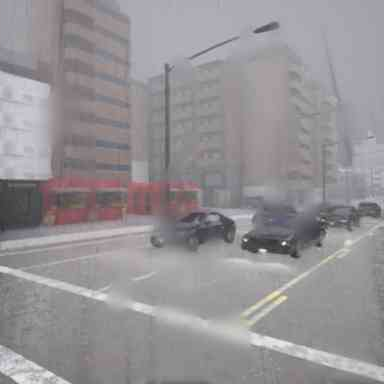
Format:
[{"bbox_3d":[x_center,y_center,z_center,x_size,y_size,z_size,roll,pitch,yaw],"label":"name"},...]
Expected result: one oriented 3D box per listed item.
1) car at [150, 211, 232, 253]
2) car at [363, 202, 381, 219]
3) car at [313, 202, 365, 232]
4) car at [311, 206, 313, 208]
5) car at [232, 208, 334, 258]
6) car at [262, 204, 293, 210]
[{"bbox_3d":[0.236,1.546,14.165,1.812,1.442,4.674,0,0,35],"label":"car"},{"bbox_3d":[16.471,1.714,31.166,1.837,1.490,4.892,0,-1,35],"label":"car"},{"bbox_3d":[9.446,1.597,21.187,1.837,1.490,4.892,0,-1,35],"label":"car"},{"bbox_3d":[12.279,1.755,31.287,1.994,1.385,4.181,0,-1,36],"label":"car"},{"bbox_3d":[3.864,1.572,13.222,2.033,1.411,5.357,0,0,35],"label":"car"},{"bbox_3d":[5.489,1.585,21.630,1.837,1.490,4.892,0,-1,35],"label":"car"}]
